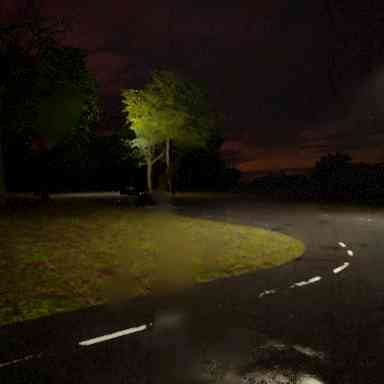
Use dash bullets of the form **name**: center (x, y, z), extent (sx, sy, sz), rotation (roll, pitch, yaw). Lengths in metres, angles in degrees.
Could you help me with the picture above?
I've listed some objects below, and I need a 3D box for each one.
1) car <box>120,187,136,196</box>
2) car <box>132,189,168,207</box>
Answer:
- **car**: center (-10.631, -0.077, 56.251), extent (2.128, 1.511, 4.902), rotation (-2, 3, -35)
- **car**: center (-4.254, 0.741, 35.158), extent (1.994, 1.385, 4.181), rotation (-2, 3, -35)
